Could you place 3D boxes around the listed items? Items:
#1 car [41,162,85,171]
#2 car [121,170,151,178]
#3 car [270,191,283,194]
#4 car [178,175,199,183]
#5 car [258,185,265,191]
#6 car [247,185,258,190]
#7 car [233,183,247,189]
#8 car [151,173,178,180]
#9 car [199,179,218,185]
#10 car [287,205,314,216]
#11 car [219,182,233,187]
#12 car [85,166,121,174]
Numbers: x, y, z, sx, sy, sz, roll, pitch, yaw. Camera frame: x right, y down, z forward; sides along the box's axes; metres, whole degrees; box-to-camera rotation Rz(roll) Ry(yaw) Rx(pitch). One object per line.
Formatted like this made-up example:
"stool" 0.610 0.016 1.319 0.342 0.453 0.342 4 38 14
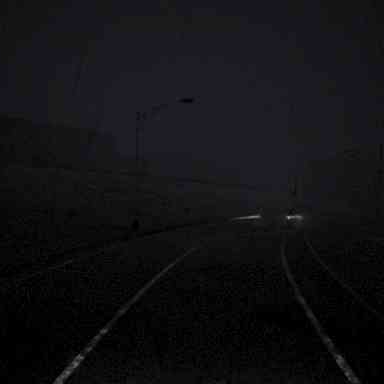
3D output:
"car" -17.039 -3.105 43.225 4.892 1.521 2.231 3 -5 -44
"car" -9.164 -2.532 50.981 2.002 1.452 4.674 -4 -5 45
"car" 22.060 0.463 89.862 2.002 1.452 4.674 -2 -6 34
"car" -1.614 -2.115 59.071 2.185 1.767 4.553 -3 -5 42
"car" 15.828 -0.624 80.801 2.435 2.045 5.566 -3 -5 36
"car" 12.501 -0.861 76.289 2.185 1.767 4.553 -3 -5 37
"car" 9.077 -1.074 71.816 2.231 1.521 4.892 -3 -5 39
"car" -5.338 -2.283 54.992 2.097 1.535 5.008 -3 -5 43
"car" 2.145 -1.651 63.371 2.163 1.488 4.792 -3 -5 41
"car" 13.450 2.253 41.169 1.994 1.385 4.181 -3 -4 43
"car" 5.687 -1.338 67.592 2.002 1.452 4.674 -3 -5 40
"car" -13.075 -2.850 47.058 4.892 1.521 2.231 4 -5 -44
